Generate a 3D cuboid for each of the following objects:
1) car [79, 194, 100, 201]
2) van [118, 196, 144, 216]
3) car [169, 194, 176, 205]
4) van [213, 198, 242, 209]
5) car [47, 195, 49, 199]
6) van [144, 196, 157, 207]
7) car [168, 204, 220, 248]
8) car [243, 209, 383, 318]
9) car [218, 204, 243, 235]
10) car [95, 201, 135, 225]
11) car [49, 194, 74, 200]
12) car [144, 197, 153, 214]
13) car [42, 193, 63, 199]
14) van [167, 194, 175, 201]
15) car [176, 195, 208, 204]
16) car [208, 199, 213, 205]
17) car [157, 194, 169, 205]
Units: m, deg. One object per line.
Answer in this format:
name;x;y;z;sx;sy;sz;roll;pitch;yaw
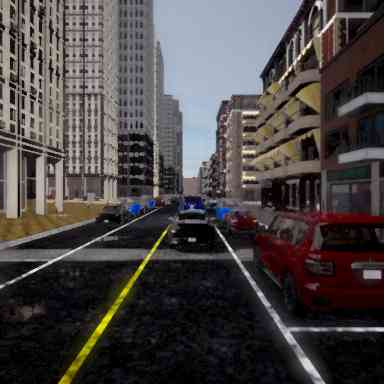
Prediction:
car;-21.131;1.095;68.966;4.097;1.590;1.967;1;-1;0
van;-5.691;1.343;29.940;1.690;1.788;3.998;0;0;0
car;-3.000;1.534;61.650;1.882;1.535;5.008;0;0;0
van;2.690;1.342;24.291;1.690;1.788;3.998;0;0;0
car;-32.277;0.755;68.943;5.009;1.841;2.192;1;-1;0
van;-5.691;1.349;41.237;1.690;1.788;3.998;0;0;0
car;0.000;1.516;14.650;1.837;1.490;4.892;0;0;0
car;2.690;1.312;7.345;2.192;1.841;5.009;0;0;0
car;2.690;1.581;18.643;1.802;1.307;4.206;0;0;0
car;-5.690;1.566;24.291;1.947;1.339;4.313;0;0;0
car;-26.708;1.129;68.950;4.206;1.307;1.802;1;-1;0
car;-5.691;1.556;35.589;2.008;1.369;4.403;0;0;0
car;-32.363;1.014;77.317;4.206;1.307;1.802;1;-1;0
van;-5.691;1.390;90.657;1.690;1.788;3.998;0;0;0
car;0.000;1.261;29.680;2.150;2.045;5.566;0;0;0
car;2.690;1.559;41.237;2.008;1.369;4.403;0;0;0
car;-5.691;1.459;58.183;1.967;1.590;4.097;0;0;0
